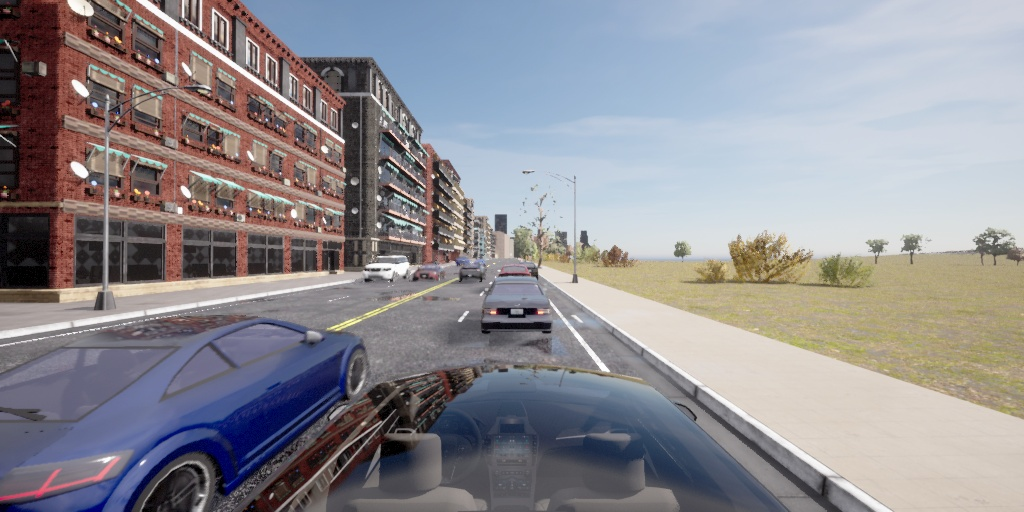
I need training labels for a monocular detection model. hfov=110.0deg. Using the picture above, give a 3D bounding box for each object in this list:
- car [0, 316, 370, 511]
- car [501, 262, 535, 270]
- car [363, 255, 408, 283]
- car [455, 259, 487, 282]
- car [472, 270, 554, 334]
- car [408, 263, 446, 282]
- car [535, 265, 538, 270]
[{"bbox_3d":[-3.150,1.314,3.767,1.994,1.385,4.181,0,0,0],"label":"car"},{"bbox_3d":[0.147,1.230,21.146,1.882,1.535,5.008,0,0,0],"label":"car"},{"bbox_3d":[-9.789,0.975,28.428,2.150,2.045,5.566,0,0,0],"label":"car"},{"bbox_3d":[-3.088,1.245,28.903,2.128,1.511,4.902,0,0,0],"label":"car"},{"bbox_3d":[0.119,1.299,10.606,2.033,1.411,5.357,0,0,0],"label":"car"},{"bbox_3d":[-6.540,1.317,28.669,1.994,1.385,4.181,0,0,0],"label":"car"},{"bbox_3d":[1.204,1.231,30.584,1.882,1.535,5.008,0,0,0],"label":"car"}]
